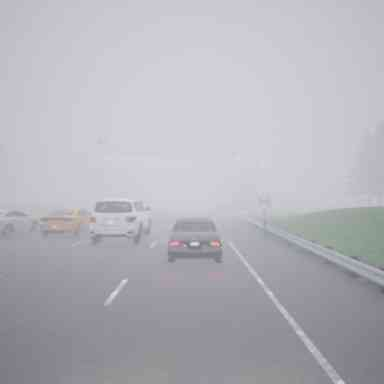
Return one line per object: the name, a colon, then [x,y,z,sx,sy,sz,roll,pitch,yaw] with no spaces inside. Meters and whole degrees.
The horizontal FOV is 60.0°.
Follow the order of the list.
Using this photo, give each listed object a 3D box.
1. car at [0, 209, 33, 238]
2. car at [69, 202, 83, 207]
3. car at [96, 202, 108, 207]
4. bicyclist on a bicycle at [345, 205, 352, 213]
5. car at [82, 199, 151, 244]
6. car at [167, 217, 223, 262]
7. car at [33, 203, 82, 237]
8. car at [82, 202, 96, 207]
car: [-10.399,1.659,18.597,1.812,1.442,4.674,0,-1,0]
car: [-30.868,3.446,88.622,1.895,1.301,4.718,0,-2,1]
car: [-23.868,3.336,88.559,1.882,1.535,5.008,0,-2,1]
bicyclist on a bicycle: [32.052,3.437,67.993,0.582,1.620,1.656,3,-1,-25]
car: [-3.392,1.340,16.607,2.150,2.045,5.566,0,-1,0]
car: [0.095,1.633,12.510,2.033,1.411,5.357,0,0,0]
car: [-6.888,1.621,19.142,1.882,1.535,5.008,0,-1,0]
car: [-27.368,3.394,88.605,2.033,1.411,5.357,0,-2,1]
